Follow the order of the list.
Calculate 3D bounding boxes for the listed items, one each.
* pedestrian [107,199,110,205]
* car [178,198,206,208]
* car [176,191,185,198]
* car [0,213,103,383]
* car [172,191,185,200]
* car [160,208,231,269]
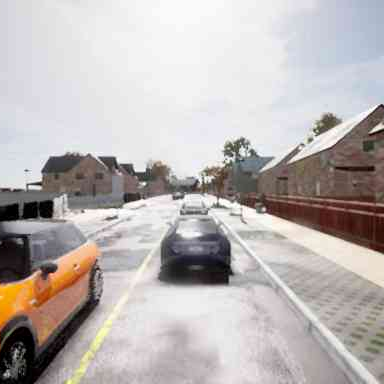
[{"bbox_3d":[-9.900,1.334,39.460,0.500,1.100,0.500,0,-1,5],"label":"pedestrian"},{"bbox_3d":[0.074,1.306,23.195,1.895,1.301,4.718,0,1,-1],"label":"car"},{"bbox_3d":[-2.729,0.537,78.747,2.097,1.767,4.553,0,0,0],"label":"car"},{"bbox_3d":[-2.845,1.285,4.801,2.097,1.767,4.553,0,1,0],"label":"car"},{"bbox_3d":[-2.756,0.868,63.618,1.994,1.385,4.181,0,0,1],"label":"car"},{"bbox_3d":[0.103,1.421,10.640,1.994,1.385,4.181,0,1,0],"label":"car"}]
